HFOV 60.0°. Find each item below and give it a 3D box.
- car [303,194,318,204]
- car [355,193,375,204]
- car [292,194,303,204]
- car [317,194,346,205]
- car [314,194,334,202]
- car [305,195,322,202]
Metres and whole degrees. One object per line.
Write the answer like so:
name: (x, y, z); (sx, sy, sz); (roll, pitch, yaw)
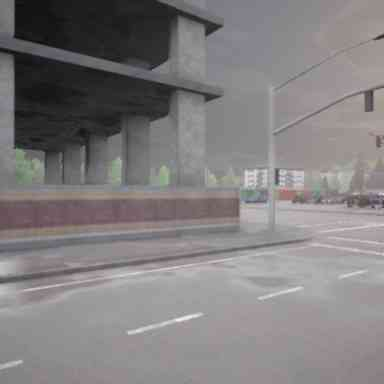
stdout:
car: (22.001, 1.458, 58.769); (3.905, 1.438, 1.784); (0, 0, -35)
car: (43.787, 1.310, 84.300); (3.866, 1.878, 1.905); (0, 0, -35)
car: (20.410, 1.248, 60.930); (4.605, 1.855, 1.932); (0, 0, -35)
car: (23.673, 1.490, 56.405); (3.806, 1.475, 1.970); (0, 0, -35)
car: (29.498, 1.275, 74.162); (4.605, 1.855, 1.932); (0, 0, -35)
car: (27.876, 1.486, 76.563); (3.905, 1.438, 1.784); (0, 0, -35)
